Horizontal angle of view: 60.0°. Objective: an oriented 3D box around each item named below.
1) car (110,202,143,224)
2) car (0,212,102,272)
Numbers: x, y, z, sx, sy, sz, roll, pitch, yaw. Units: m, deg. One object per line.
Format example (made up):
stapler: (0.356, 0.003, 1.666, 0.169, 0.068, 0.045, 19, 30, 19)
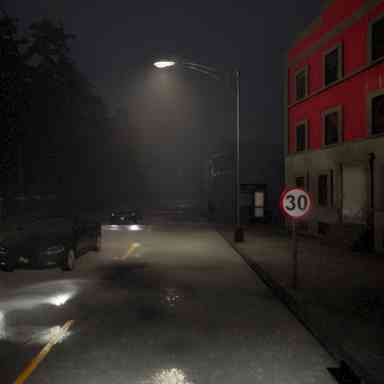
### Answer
car: (-4.803, 1.526, 24.946, 1.812, 1.442, 4.674, 0, 0, -2)
car: (-4.399, 1.478, 11.044, 1.882, 1.535, 5.008, 0, 0, -2)
